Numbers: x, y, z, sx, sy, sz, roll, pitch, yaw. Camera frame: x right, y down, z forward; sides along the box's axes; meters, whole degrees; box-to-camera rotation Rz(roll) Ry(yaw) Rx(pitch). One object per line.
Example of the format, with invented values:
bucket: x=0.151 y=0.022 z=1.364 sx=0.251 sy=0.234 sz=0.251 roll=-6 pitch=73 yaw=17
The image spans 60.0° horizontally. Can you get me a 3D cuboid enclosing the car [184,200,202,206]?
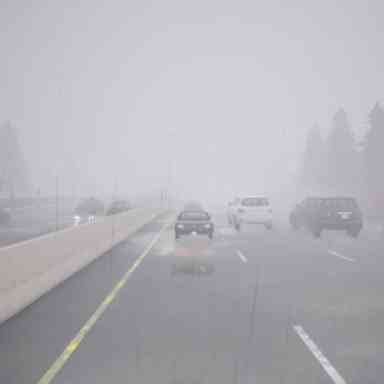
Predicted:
car: x=0.116 y=1.550 z=35.157 sx=1.812 sy=1.442 sz=4.674 roll=0 pitch=0 yaw=0

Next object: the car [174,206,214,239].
car: x=0.097 y=1.613 z=17.542 sx=1.895 sy=1.301 sz=4.718 roll=0 pitch=0 yaw=0

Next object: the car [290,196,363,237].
car: x=7.108 y=1.234 z=18.162 sx=2.150 sy=2.045 sz=5.566 roll=0 pitch=0 yaw=0

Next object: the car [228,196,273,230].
car: x=3.610 y=1.236 z=21.268 sx=2.150 sy=2.045 sz=5.566 roll=0 pitch=0 yaw=0
